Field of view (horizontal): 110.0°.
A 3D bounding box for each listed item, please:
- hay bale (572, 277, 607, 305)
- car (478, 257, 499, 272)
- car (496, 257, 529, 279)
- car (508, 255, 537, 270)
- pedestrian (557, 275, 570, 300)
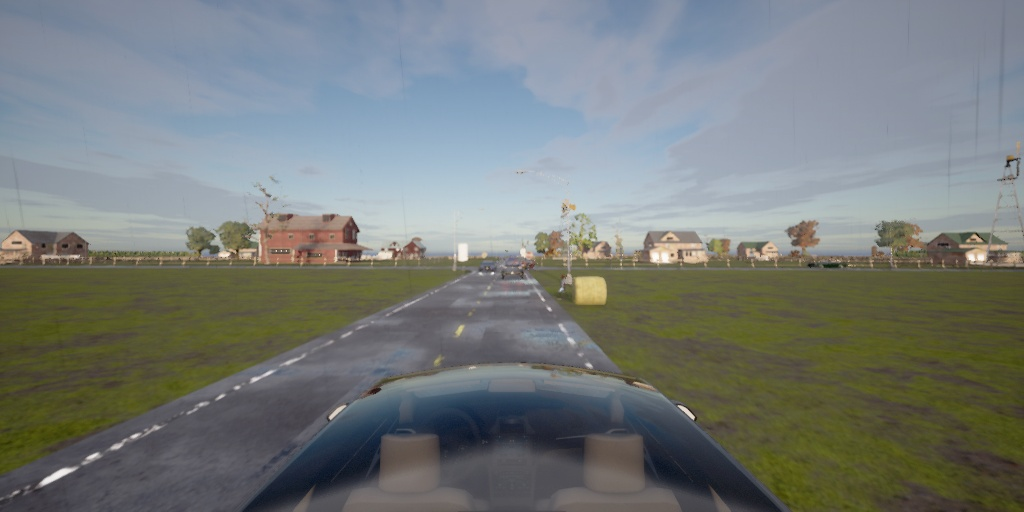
[{"bbox_3d":[3.122,1.343,14.638,1.220,1.180,1.240,0,0,0],"label":"hay bale"},{"bbox_3d":[-2.757,1.143,41.644,1.994,1.385,4.181,0,0,0],"label":"car"},{"bbox_3d":[0.059,1.100,30.070,2.128,1.511,4.902,0,0,0],"label":"car"},{"bbox_3d":[1.585,0.880,45.856,2.097,1.767,4.553,1,0,22],"label":"car"},{"bbox_3d":[2.249,0.978,15.770,0.375,1.860,0.375,0,0,4],"label":"pedestrian"}]
